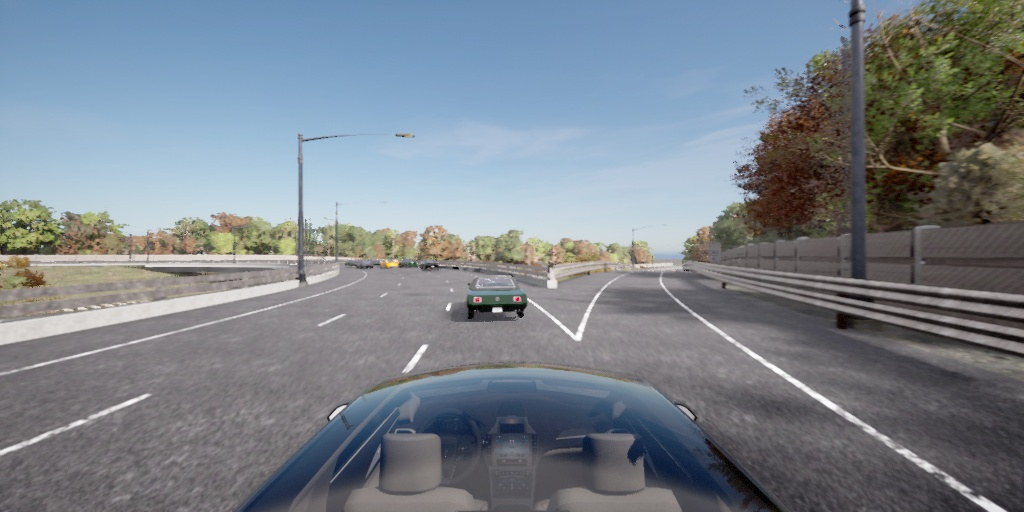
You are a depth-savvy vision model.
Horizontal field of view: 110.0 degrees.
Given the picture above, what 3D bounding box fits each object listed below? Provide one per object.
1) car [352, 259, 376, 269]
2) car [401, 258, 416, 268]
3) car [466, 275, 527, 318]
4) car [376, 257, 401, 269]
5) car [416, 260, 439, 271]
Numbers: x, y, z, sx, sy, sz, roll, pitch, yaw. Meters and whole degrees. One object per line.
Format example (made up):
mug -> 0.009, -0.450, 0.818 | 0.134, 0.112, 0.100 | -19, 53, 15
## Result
car -> -24.413, 1.439, 59.513 | 2.033, 1.411, 5.357 | 0, 0, -35
car -> -18.189, 1.208, 62.783 | 2.097, 1.767, 4.553 | 0, 0, -35
car -> -0.686, 1.355, 13.122 | 1.895, 1.301, 4.718 | 0, 0, -6
car -> -20.840, 1.349, 60.466 | 1.882, 1.535, 5.008 | 0, 0, -35
car -> -12.041, 1.316, 51.798 | 1.882, 1.535, 5.008 | 0, 0, -26
